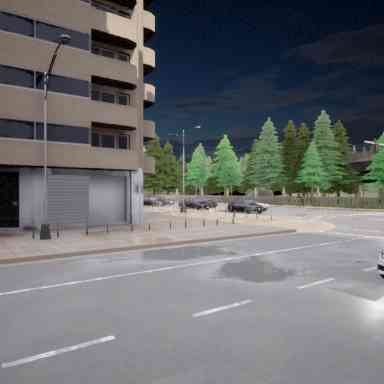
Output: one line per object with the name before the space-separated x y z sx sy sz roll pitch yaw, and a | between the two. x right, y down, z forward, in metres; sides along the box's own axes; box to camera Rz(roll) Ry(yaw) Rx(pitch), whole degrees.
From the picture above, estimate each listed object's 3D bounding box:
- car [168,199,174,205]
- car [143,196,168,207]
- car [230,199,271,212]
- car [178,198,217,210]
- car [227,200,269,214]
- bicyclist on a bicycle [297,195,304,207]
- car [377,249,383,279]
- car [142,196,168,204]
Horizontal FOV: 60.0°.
car | -5.039 1.436 54.094 4.902 1.511 2.128 0 0 42
car | -6.194 1.470 50.418 4.674 1.442 1.812 0 0 43
car | 6.805 1.545 39.186 1.895 1.301 4.718 0 0 -35
car | 0.338 1.492 42.419 2.033 1.411 5.357 0 0 -36
car | 5.569 1.508 34.802 1.994 1.385 4.181 0 0 -35
bicyclist on a bicycle | 15.151 1.245 46.458 1.656 1.620 0.582 0 0 -35
car | 6.761 1.526 8.755 4.674 1.442 1.812 0 0 -35
car | -7.154 1.545 64.451 4.718 1.301 1.895 0 0 31
